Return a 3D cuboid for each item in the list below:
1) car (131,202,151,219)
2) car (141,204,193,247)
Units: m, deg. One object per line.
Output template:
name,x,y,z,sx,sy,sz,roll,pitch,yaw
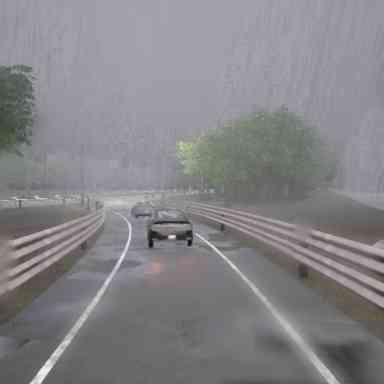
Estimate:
car,-4.388,1.634,30.230,1.994,1.385,4.181,0,0,-16
car,-1.105,1.515,15.098,2.128,1.511,4.902,0,0,-8
